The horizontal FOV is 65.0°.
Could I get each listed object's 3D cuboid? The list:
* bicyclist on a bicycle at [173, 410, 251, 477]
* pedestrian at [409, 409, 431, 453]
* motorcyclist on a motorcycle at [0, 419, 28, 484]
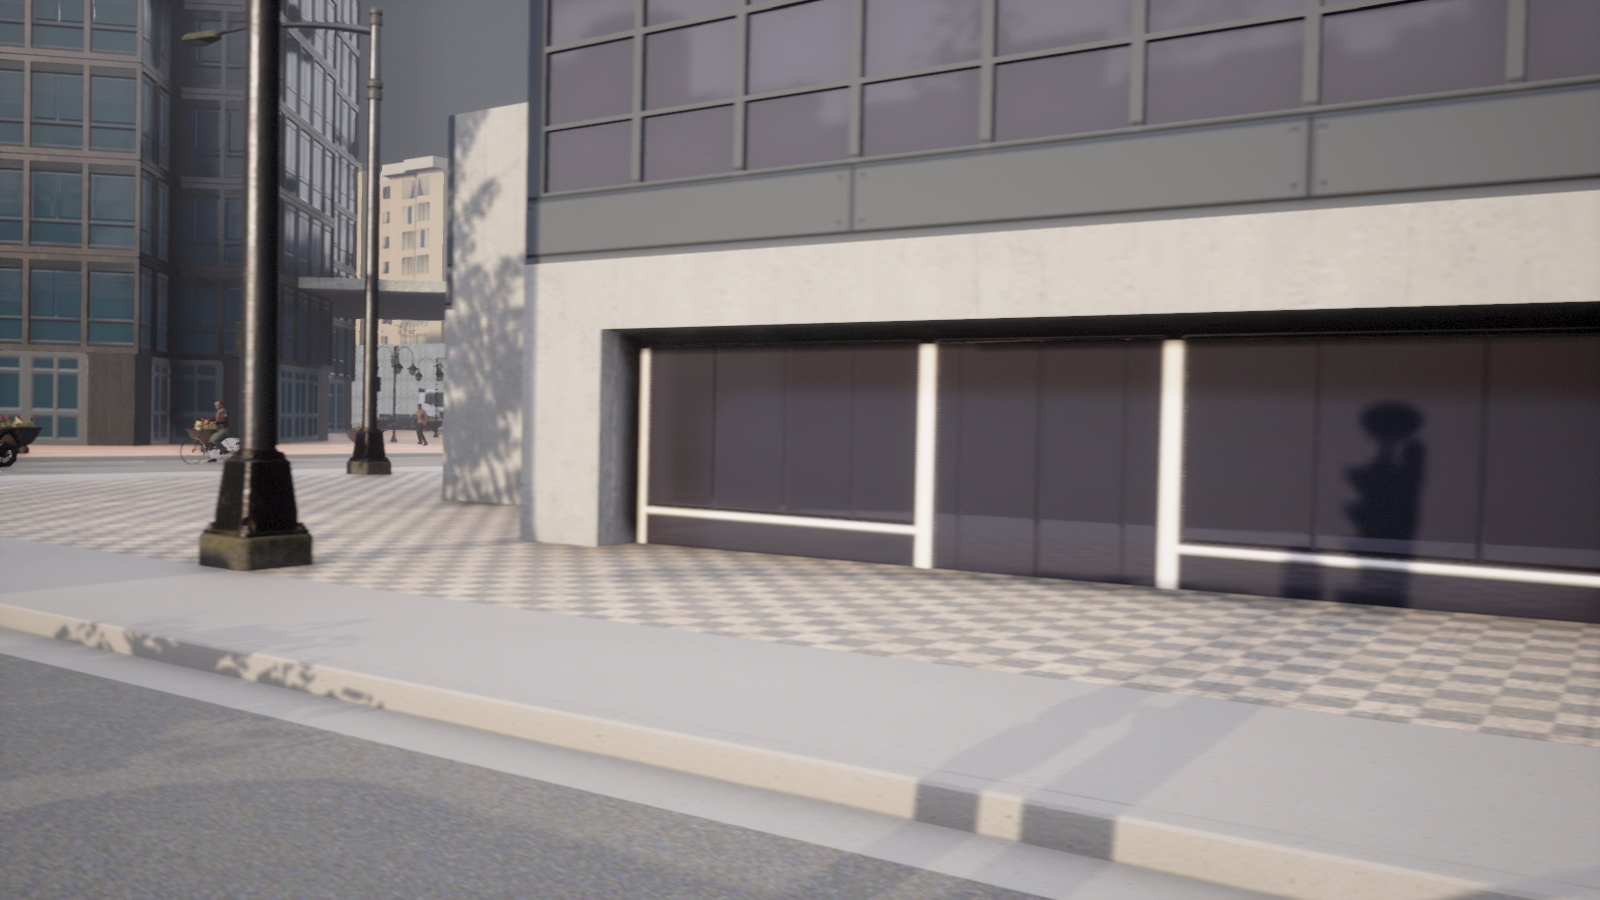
[{"bbox_3d":[-16.066,-0.182,34.347,0.659,1.776,1.843,1,1,34],"label":"bicyclist on a bicycle"},{"bbox_3d":[-15.956,-0.802,52.771,0.328,1.805,0.869,1,2,34],"label":"pedestrian"},{"bbox_3d":[-19.388,0.028,29.434,0.797,1.523,2.044,1,2,34],"label":"motorcyclist on a motorcycle"}]
